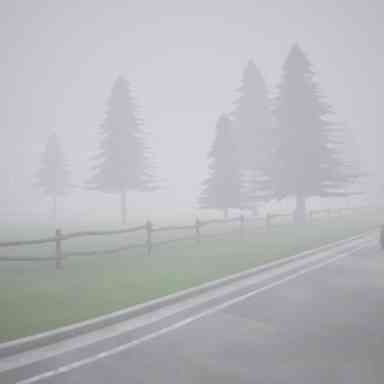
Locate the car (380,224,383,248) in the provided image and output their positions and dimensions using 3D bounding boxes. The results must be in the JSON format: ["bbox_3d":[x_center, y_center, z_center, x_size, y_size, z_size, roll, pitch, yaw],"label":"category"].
[{"bbox_3d":[10.321,1.608,15.421,2.097,1.767,4.553,-3,-2,41],"label":"car"}]
